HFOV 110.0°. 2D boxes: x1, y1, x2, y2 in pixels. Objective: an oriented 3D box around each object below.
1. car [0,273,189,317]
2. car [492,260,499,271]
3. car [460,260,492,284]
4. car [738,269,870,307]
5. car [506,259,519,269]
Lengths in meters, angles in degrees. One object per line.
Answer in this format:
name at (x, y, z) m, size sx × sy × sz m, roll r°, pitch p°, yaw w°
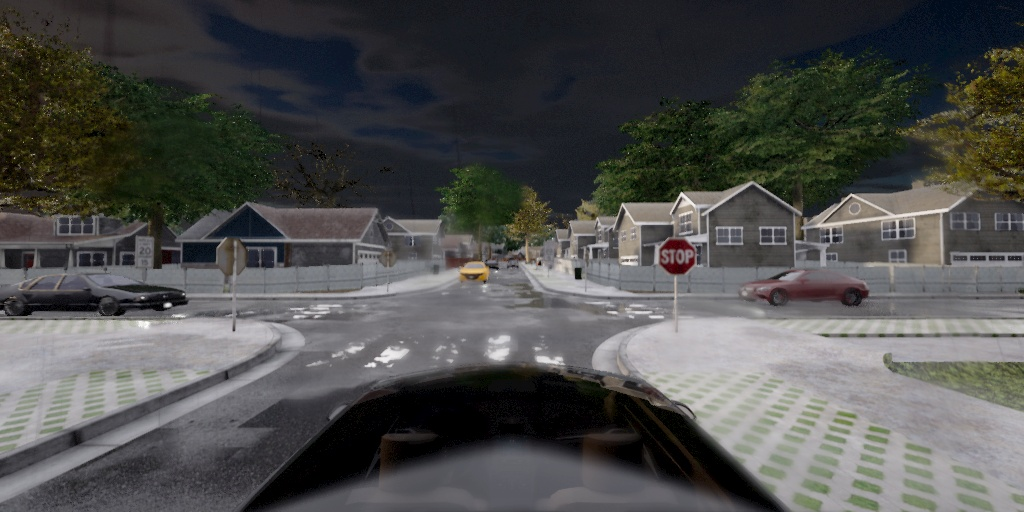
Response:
car at (-14.286, 1.280, 12.148) m, size 5.357 × 1.411 × 2.033 m, roll 0°, pitch -2°, yaw 1°
car at (-2.707, 1.256, 48.963) m, size 2.033 × 1.411 × 5.357 m, roll 0°, pitch 0°, yaw 0°
car at (-2.784, 1.202, 27.367) m, size 1.882 × 1.535 × 5.008 m, roll 0°, pitch 0°, yaw 0°
car at (11.974, 1.282, 14.850) m, size 4.674 × 1.442 × 1.812 m, roll -1°, pitch -2°, yaw 1°
car at (0.132, 1.252, 55.674) m, size 2.033 × 1.411 × 5.357 m, roll 0°, pitch 0°, yaw 0°
